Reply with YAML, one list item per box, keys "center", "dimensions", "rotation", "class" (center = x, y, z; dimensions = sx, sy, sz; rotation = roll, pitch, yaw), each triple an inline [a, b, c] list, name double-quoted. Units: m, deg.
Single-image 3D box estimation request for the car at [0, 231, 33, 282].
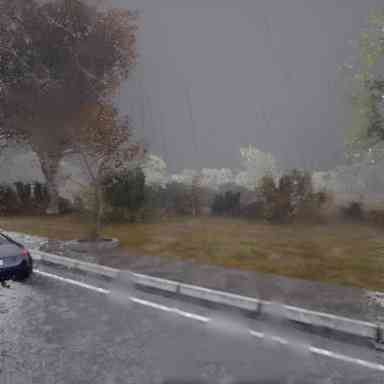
- center: [-5.977, 1.575, 8.714]
  dimensions: [4.181, 1.385, 1.994]
  rotation: [0, 0, 38]
  class: "car"
